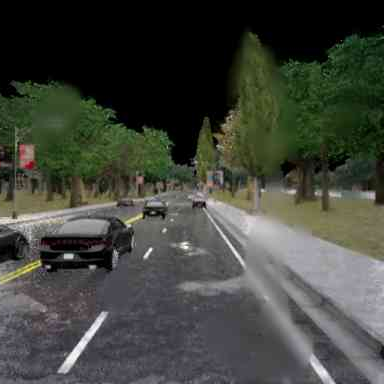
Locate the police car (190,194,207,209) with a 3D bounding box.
[{"bbox_3d":[0.978,1.436,45.379,1.930,1.638,5.238,0,0,0],"label":"police car"}]

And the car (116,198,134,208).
[{"bbox_3d":[-9.825,1.549,49.367,2.033,1.411,5.357,0,0,0],"label":"car"}]

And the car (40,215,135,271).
[{"bbox_3d":[-3.149,1.497,10.967,1.882,1.535,5.008,0,0,0],"label":"car"}]

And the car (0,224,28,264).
[{"bbox_3d":[-6.598,1.582,9.672,1.994,1.385,4.181,0,0,0],"label":"car"}]

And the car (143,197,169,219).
[{"bbox_3d":[-3.147,1.509,29.353,1.882,1.535,5.008,0,0,0],"label":"car"}]

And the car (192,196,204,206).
[{"bbox_3d":[0.980,1.487,55.270,1.837,1.490,4.892,0,0,0],"label":"car"}]
